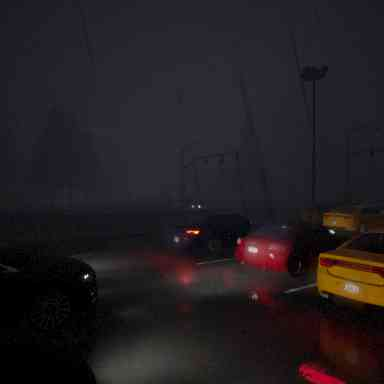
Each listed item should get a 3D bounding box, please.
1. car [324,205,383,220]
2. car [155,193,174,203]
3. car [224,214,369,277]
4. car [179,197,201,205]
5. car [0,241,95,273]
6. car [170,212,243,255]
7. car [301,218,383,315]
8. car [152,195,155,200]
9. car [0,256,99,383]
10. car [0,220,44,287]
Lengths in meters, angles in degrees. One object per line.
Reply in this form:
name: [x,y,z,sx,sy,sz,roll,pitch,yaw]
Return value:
car: [9.525,1.478,18.891,5.008,1.535,1.882,0,0,-35]
car: [-5.409,1.221,69.120,2.150,2.045,5.566,0,0,-21]
car: [3.324,1.564,10.309,4.181,1.385,1.994,0,0,-35]
car: [-0.466,1.547,57.958,2.033,1.411,5.357,0,0,-27]
car: [-3.974,1.492,5.192,4.902,1.511,2.128,0,0,-35]
car: [1.349,1.526,13.200,4.674,1.442,1.812,0,0,-35]
car: [4.738,1.478,7.033,5.008,1.535,1.882,0,0,-35]
car: [-8.716,1.524,81.034,1.812,1.442,4.674,0,0,-13]
car: [-2.928,1.505,1.645,4.892,1.490,1.837,0,0,-35]
car: [-6.515,1.547,7.714,5.357,1.411,2.033,0,0,-35]
